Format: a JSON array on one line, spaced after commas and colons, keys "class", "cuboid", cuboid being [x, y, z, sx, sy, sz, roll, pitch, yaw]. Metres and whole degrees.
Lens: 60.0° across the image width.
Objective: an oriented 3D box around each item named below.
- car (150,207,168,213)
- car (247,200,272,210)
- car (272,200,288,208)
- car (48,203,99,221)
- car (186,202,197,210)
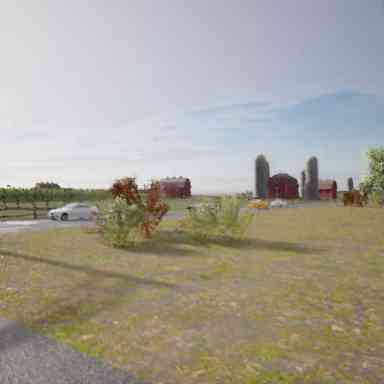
[{"class": "car", "cuboid": [-4.753, 1.825, 38.335, 2.128, 1.511, 4.902, -1, -1, 36]}, {"class": "car", "cuboid": [10.588, 1.989, 53.432, 1.882, 1.535, 5.008, -1, -1, 37]}, {"class": "car", "cuboid": [16.032, 2.141, 61.041, 1.812, 1.442, 4.674, -1, -1, 36]}, {"class": "car", "cuboid": [-10.661, 1.749, 30.134, 1.812, 1.442, 4.674, -1, -1, 36]}, {"class": "car", "cuboid": [1.338, 1.996, 46.783, 2.033, 1.411, 5.357, -1, -1, 36]}]
